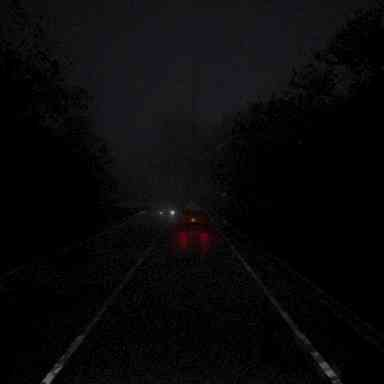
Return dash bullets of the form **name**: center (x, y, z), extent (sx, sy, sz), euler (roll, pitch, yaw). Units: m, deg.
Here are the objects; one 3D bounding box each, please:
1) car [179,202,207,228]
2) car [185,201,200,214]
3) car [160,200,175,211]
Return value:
- **car**: center (0.081, 1.699, 24.149), extent (1.882, 1.535, 5.008), euler (0, -1, 0)
- **car**: center (0.067, 1.894, 40.713), extent (1.812, 1.442, 4.674), euler (0, -1, 0)
- **car**: center (-3.566, 1.921, 49.171), extent (1.882, 1.535, 5.008), euler (0, -1, 0)
